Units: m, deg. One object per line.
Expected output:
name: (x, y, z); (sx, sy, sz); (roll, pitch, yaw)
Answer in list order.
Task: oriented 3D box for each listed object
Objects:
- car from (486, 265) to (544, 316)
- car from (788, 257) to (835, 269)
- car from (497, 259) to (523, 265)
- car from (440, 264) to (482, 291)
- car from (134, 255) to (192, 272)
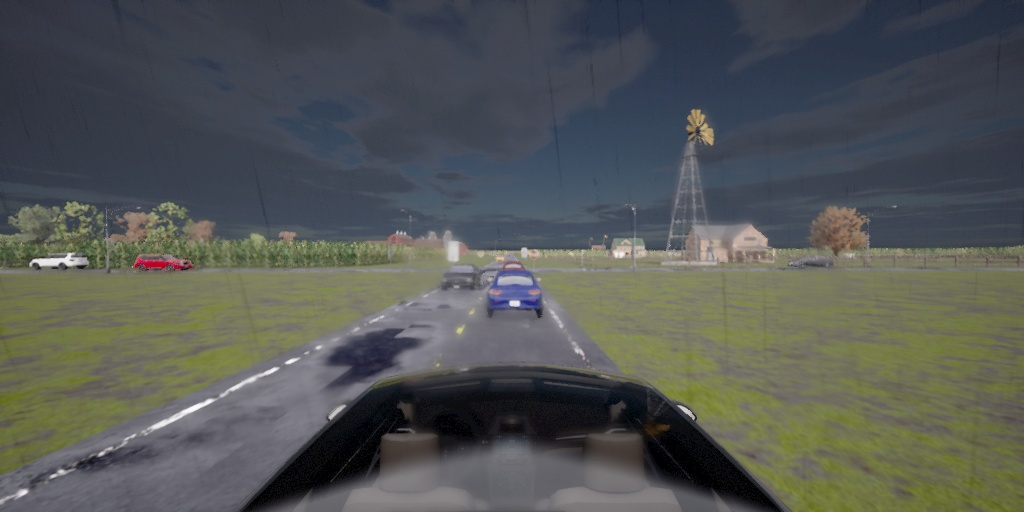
car: (0.095, 1.207, 12.809); (1.812, 1.442, 4.674); (0, 0, 0)
car: (37.023, 0.822, 44.454); (4.902, 1.511, 2.128); (0, 1, 3)
car: (0.100, 1.126, 25.667); (1.812, 1.442, 4.674); (0, 0, 0)
car: (-2.819, 1.178, 20.931); (2.033, 1.411, 5.357); (0, 0, 0)
car: (-41.698, 0.866, 42.896); (5.566, 2.045, 2.150); (0, 1, 0)
